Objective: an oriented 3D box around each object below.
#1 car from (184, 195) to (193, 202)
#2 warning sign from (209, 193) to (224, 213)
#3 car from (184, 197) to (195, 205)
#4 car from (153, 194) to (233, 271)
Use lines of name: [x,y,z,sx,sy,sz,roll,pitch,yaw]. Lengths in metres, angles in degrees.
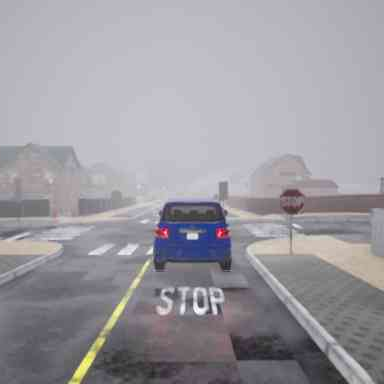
car: [-0.734,1.435,72.754,1.837,1.490,4.892,0,0,-2]
warning sign: [2.403,1.071,33.135,1.300,1.860,1.060,2,2,-1]
car: [-0.511,1.636,61.652,1.895,1.301,4.718,0,0,0]
car: [0.040,1.189,10.926,2.150,2.045,5.566,0,0,1]
